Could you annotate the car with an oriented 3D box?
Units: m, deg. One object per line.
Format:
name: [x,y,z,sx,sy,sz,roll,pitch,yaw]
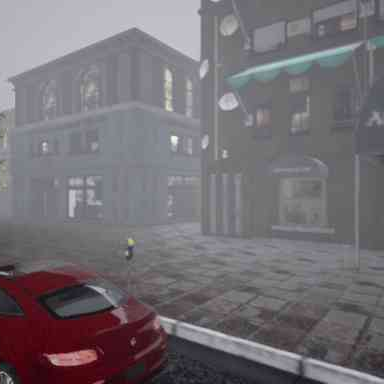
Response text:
car: [-2.232,1.594,4.465,4.206,1.307,1.802,0,0,35]
